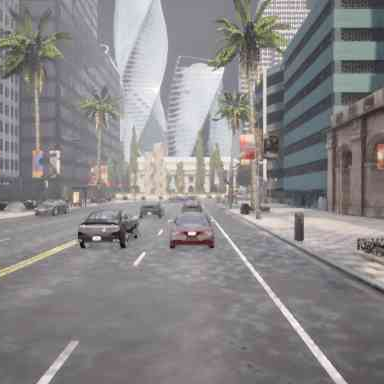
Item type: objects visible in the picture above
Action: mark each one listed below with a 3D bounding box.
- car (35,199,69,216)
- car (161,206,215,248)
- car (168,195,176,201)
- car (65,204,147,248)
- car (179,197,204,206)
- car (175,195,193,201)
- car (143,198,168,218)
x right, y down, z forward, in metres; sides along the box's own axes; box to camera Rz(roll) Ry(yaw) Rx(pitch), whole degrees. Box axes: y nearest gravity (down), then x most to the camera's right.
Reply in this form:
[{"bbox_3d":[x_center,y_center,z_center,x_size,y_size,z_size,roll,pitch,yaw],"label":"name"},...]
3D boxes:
[{"bbox_3d":[-13.586,1.477,32.549,2.231,1.521,4.892,0,0,0],"label":"car"},{"bbox_3d":[0.000,1.560,14.650,2.033,1.411,5.357,0,0,0],"label":"car"},{"bbox_3d":[-3.992,1.528,80.727,2.033,1.411,5.357,0,0,29],"label":"car"},{"bbox_3d":[-3.500,1.492,14.650,2.128,1.511,4.902,0,0,0],"label":"car"},{"bbox_3d":[0.000,1.514,29.650,1.837,1.490,4.892,0,0,0],"label":"car"},{"bbox_3d":[-1.116,1.515,78.703,2.033,1.411,5.357,0,0,29],"label":"car"},{"bbox_3d":[-3.500,1.514,29.650,1.837,1.490,4.892,0,0,0],"label":"car"}]
